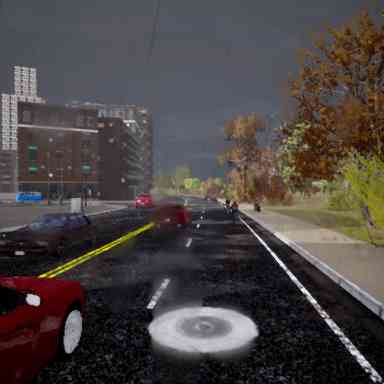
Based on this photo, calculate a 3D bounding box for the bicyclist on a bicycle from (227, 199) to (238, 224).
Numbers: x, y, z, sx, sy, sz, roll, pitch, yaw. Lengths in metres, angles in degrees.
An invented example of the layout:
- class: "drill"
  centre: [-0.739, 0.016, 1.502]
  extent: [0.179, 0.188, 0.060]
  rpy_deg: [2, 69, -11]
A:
- class: "bicyclist on a bicycle"
  centre: [3.021, 1.447, 23.527]
  extent: [0.582, 1.620, 1.656]
  rpy_deg: [0, 0, 4]

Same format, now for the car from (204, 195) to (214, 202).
- class: "car"
  centre: [3.617, 1.437, 73.390]
  extent: [1.882, 1.535, 5.008]
  rpy_deg: [0, 0, -1]

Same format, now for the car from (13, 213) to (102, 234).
- class: "car"
  centre: [-5.231, 1.546, 13.158]
  extent: [2.033, 1.411, 5.357]
  rpy_deg: [0, 0, 5]

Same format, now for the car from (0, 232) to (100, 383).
- class: "car"
  centre: [-2.688, 1.477, 3.001]
  extent: [1.882, 1.535, 5.008]
  rpy_deg: [0, 0, 6]

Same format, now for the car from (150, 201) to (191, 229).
- class: "car"
  centre: [-1.172, 1.473, 21.464]
  extent: [1.882, 1.535, 5.008]
  rpy_deg: [0, 0, 4]

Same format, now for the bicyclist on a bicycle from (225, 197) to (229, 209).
- class: "bicyclist on a bicycle"
  centre: [3.599, 1.360, 33.422]
  extent: [0.659, 1.776, 1.843]
  rpy_deg: [0, 0, 3]

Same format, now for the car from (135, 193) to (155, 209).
- class: "car"
  centre: [-6.493, 1.202, 46.561]
  extent: [2.150, 2.045, 5.566]
  rpy_deg: [0, 0, -1]

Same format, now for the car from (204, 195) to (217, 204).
- class: "car"
  centre: [3.664, 1.462, 61.511]
  extent: [2.128, 1.511, 4.902]
  rpy_deg: [0, 0, 1]

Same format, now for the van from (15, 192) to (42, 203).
- class: "van"
  centre: [-27.431, 0.886, 56.096]
  extent: [3.998, 1.788, 1.690]
  rpy_deg: [1, -1, -27]

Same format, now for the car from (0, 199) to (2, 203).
- class: "car"
  centre: [-28.662, 1.109, 46.012]
  extent: [4.206, 1.307, 1.802]
  rpy_deg: [1, -1, -27]
